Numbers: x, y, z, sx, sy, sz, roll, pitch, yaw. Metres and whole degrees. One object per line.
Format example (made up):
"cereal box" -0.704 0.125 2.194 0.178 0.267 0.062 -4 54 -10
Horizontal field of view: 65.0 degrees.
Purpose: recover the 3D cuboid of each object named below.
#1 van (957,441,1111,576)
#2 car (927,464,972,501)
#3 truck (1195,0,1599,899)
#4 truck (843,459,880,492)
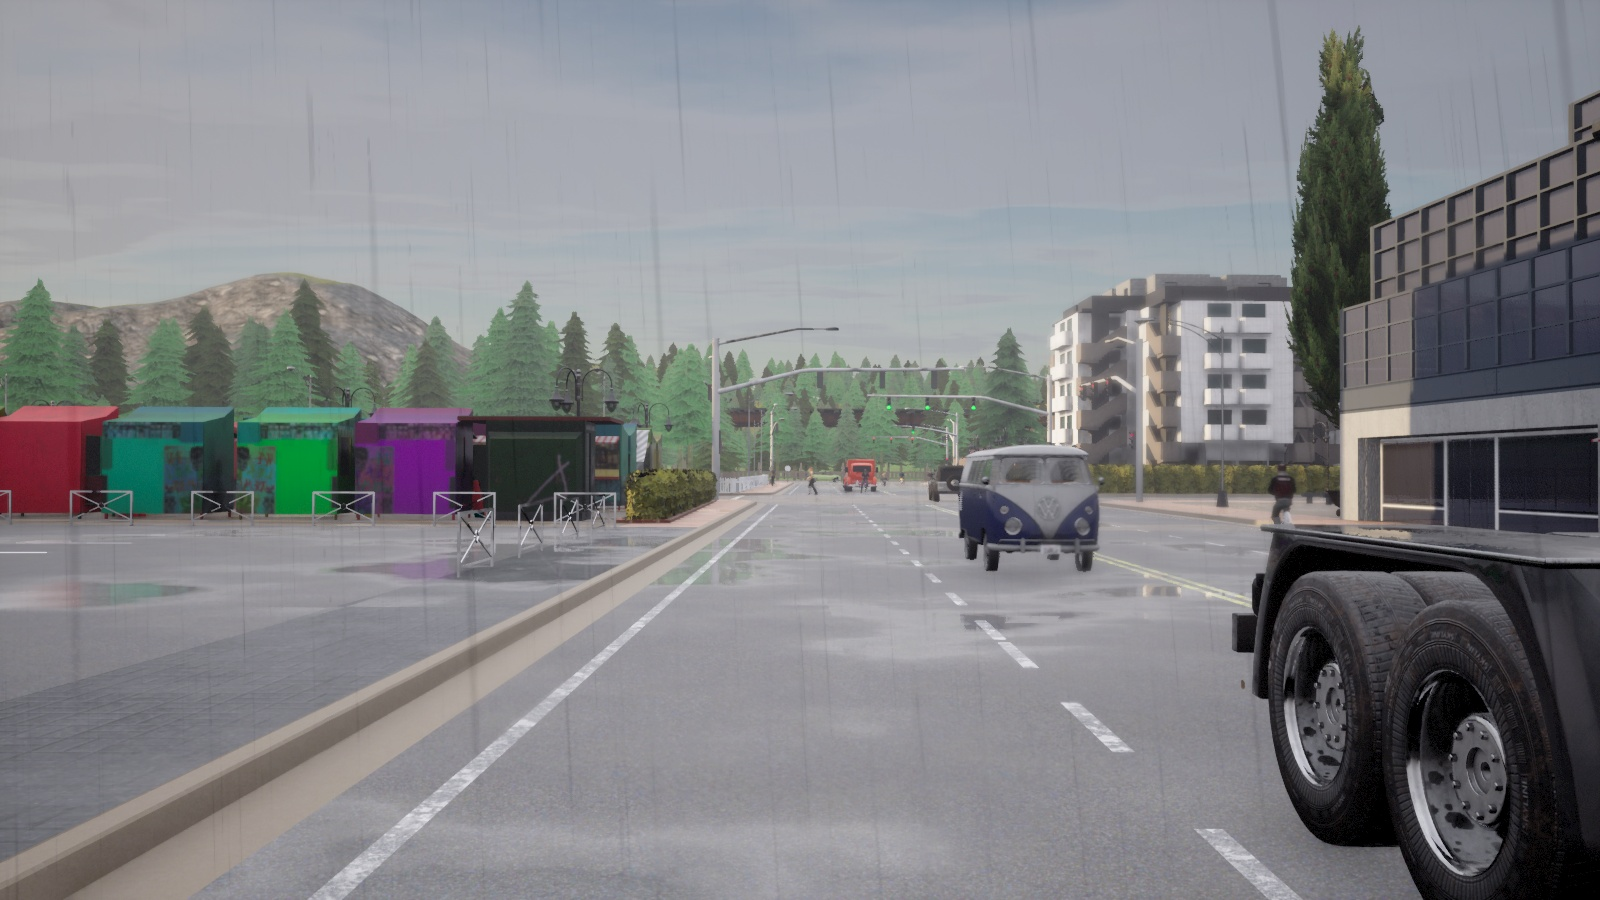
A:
"van" 3.743 0.901 20.826 1.775 1.987 4.442 0 -1 1
"car" 7.822 1.683 65.920 1.905 1.878 3.866 0 -1 1
"truck" 3.522 -0.137 2.678 2.891 3.462 7.936 0 -1 1
"truck" 4.721 1.933 97.143 2.627 2.467 5.204 0 -1 1
